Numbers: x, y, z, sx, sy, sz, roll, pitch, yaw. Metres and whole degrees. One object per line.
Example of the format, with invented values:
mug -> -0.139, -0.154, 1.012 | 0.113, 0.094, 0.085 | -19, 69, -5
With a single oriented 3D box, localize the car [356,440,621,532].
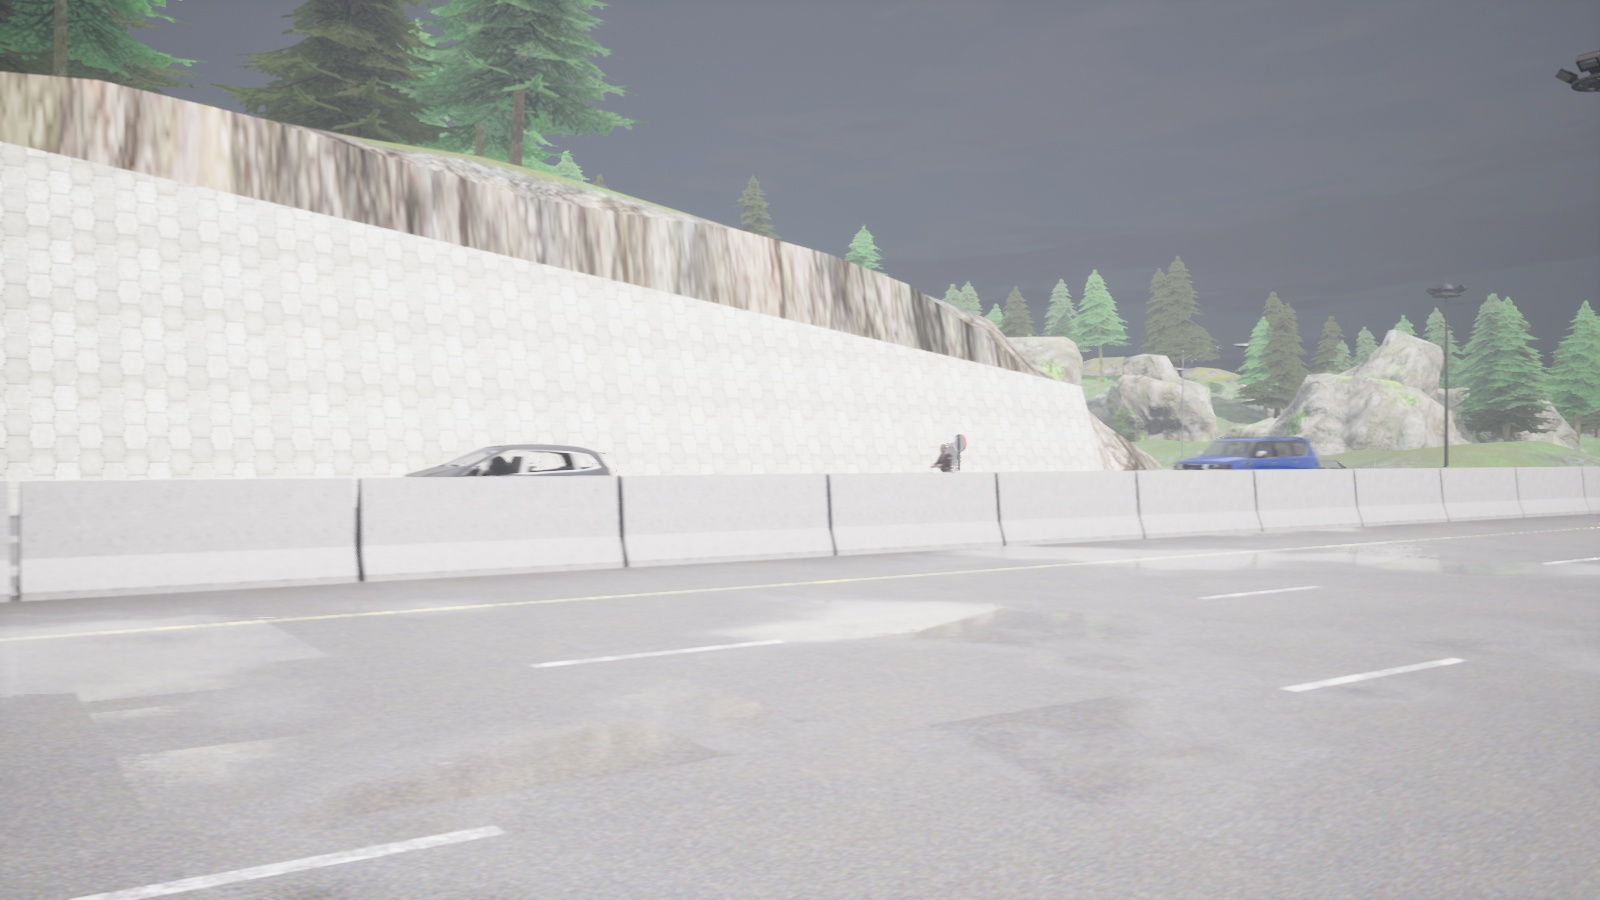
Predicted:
car -> -6.145, 0.664, 24.968 | 4.611, 1.667, 2.242 | 0, 0, -35

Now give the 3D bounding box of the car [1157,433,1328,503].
car -> 13.719, 0.530, 38.795 | 5.566, 2.045, 2.150 | 0, 0, -35

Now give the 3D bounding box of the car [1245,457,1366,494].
car -> 18.763, 0.919, 46.569 | 4.718, 1.301, 1.895 | 0, 0, -35
